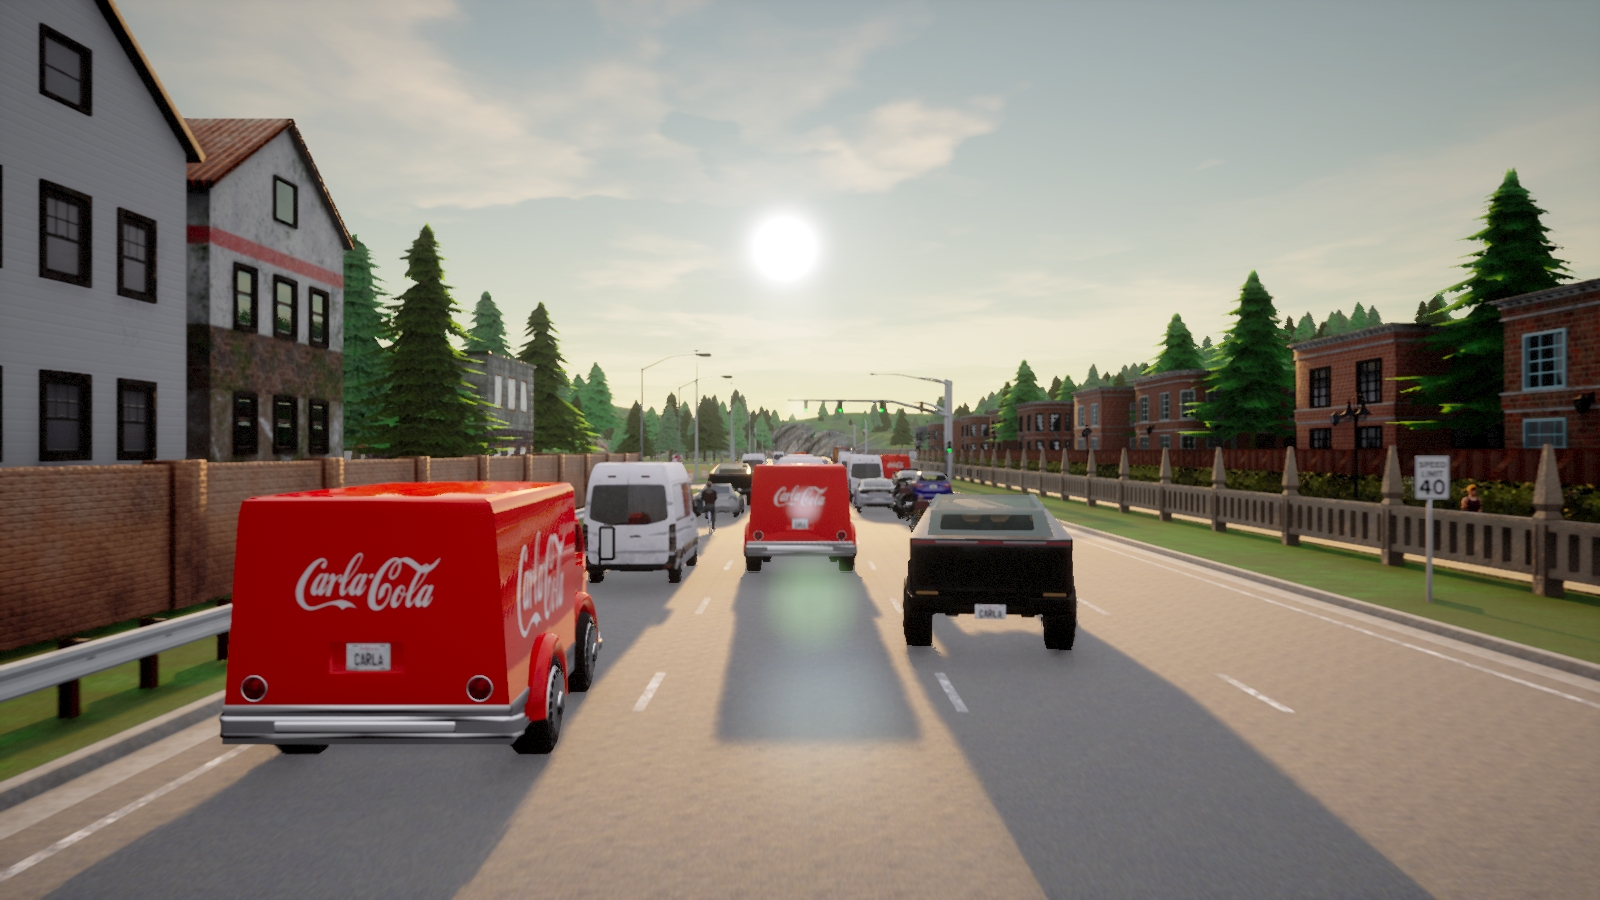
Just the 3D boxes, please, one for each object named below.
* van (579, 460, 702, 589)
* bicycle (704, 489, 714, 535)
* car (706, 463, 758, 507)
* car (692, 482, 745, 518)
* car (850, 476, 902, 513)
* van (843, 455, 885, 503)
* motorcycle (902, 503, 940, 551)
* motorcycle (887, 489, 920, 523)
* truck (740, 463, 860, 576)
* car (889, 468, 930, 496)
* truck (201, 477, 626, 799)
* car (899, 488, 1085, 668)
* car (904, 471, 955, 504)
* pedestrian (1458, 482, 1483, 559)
[{"bbox_3d":[-3.500,1.545,26.177,1.988,2.561,5.915,0,0,0],"label":"van"},{"bbox_3d":[-3.070,2.076,38.645,0.329,1.471,1.835,0,0,-5],"label":"bicycle"},{"bbox_3d":[-3.490,1.778,60.034,2.390,2.098,6.274,0,0,0],"label":"car"},{"bbox_3d":[-3.509,2.139,49.739,1.994,1.385,4.181,0,0,0],"label":"car"},{"bbox_3d":[3.507,2.056,53.464,2.097,1.535,5.006,0,0,0],"label":"car"},{"bbox_3d":[3.512,1.560,63.741,1.988,2.561,5.915,0,0,0],"label":"van"},{"bbox_3d":[3.505,2.219,33.261,0.867,1.251,2.209,0,0,0],"label":"motorcycle"},{"bbox_3d":[4.136,2.224,45.787,0.867,1.251,2.209,0,0,-7],"label":"motorcycle"},{"bbox_3d":[0.004,1.563,27.542,2.627,2.467,5.204,0,-1,0],"label":"truck"},{"bbox_3d":[7.010,2.012,73.510,2.097,1.638,5.238,0,0,0],"label":"car"},{"bbox_3d":[-3.499,1.573,11.780,2.627,2.467,5.204,0,0,0],"label":"truck"},{"bbox_3d":[2.919,1.761,17.987,2.390,2.098,6.274,0,0,8],"label":"car"},{"bbox_3d":[7.010,1.992,62.156,2.242,1.667,4.611,0,0,0],"label":"car"},{"bbox_3d":[16.394,1.713,27.945,0.375,1.860,0.375,0,0,0],"label":"pedestrian"}]
